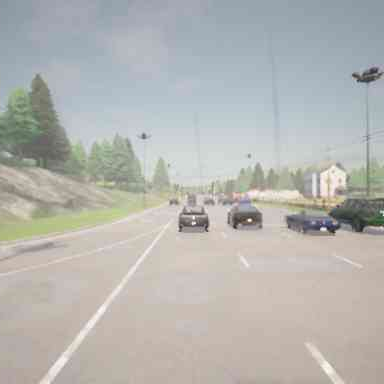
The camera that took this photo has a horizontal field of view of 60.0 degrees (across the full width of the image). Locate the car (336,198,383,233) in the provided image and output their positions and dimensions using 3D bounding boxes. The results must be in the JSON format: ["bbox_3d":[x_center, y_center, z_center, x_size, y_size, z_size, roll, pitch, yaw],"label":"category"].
[{"bbox_3d":[10.599,1.358,20.871,2.150,2.045,5.566,0,0,0],"label":"car"}]

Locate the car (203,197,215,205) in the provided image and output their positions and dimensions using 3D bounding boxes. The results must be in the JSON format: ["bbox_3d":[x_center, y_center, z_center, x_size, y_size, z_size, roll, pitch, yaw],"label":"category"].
[{"bbox_3d":[3.499,1.931,65.830,1.837,1.490,4.892,0,0,0],"label":"car"}]

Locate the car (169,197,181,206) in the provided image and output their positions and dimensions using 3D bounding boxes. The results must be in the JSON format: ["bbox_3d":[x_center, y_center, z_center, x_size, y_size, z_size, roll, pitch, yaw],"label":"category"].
[{"bbox_3d":[-3.501,1.931,65.859,1.837,1.490,4.892,0,0,0],"label":"car"}]

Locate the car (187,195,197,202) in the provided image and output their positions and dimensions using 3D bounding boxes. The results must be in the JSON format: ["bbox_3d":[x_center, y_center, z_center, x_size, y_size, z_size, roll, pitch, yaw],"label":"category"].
[{"bbox_3d":[-0.001,1.919,65.830,2.128,1.511,4.902,0,0,0],"label":"car"}]

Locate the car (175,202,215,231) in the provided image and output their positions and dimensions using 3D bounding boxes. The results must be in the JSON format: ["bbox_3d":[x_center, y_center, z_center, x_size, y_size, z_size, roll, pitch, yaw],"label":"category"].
[{"bbox_3d":[0.100,1.633,21.682,2.128,1.511,4.902,0,0,0],"label":"car"}]

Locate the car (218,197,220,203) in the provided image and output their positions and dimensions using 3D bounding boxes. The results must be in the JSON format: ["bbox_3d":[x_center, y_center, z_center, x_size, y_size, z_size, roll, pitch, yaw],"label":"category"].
[{"bbox_3d":[6.999,1.804,76.251,1.882,1.535,5.008,0,0,0],"label":"car"}]

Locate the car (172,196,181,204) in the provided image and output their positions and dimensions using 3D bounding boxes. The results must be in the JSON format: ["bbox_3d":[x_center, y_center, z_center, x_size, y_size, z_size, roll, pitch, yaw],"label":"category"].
[{"bbox_3d":[-3.501,1.804,76.280,1.882,1.535,5.008,0,0,0],"label":"car"}]

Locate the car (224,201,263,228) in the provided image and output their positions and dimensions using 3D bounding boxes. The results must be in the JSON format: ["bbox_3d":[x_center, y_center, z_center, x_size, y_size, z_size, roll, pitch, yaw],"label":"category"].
[{"bbox_3d":[3.602,1.629,23.274,1.882,1.535,5.008,0,0,0],"label":"car"}]

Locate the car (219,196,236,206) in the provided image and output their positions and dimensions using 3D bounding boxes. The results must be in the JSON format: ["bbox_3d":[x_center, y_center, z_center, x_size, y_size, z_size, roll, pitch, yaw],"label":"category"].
[{"bbox_3d":[6.999,1.931,65.830,1.837,1.490,4.892,0,0,0],"label":"car"}]

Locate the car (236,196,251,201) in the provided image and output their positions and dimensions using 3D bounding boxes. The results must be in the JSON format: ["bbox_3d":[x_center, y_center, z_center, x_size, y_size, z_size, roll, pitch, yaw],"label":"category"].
[{"bbox_3d":[10.499,1.904,65.830,1.882,1.535,5.008,0,0,0],"label":"car"}]

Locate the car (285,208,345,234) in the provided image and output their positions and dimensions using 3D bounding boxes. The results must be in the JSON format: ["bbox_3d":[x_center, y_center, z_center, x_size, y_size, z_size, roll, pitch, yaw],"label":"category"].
[{"bbox_3d":[7.100,1.732,20.171,1.895,1.301,4.718,0,0,0],"label":"car"}]
